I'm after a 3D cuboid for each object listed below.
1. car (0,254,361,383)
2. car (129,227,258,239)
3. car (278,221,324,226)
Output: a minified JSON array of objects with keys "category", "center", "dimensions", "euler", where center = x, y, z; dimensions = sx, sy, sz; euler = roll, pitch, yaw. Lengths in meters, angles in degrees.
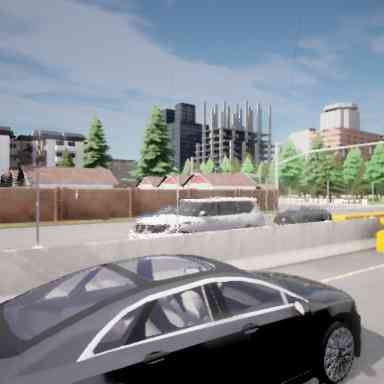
[{"category":"car","center":[-0.009,1.492,3.737],"dimensions":[4.902,1.511,2.128],"euler":[0,0,-36]},{"category":"car","center":[0.385,1.222,12.856],"dimensions":[5.566,2.045,2.150],"euler":[0,0,-35]},{"category":"car","center":[7.417,1.564,22.134],"dimensions":[4.181,1.385,1.994],"euler":[0,0,-35]}]
